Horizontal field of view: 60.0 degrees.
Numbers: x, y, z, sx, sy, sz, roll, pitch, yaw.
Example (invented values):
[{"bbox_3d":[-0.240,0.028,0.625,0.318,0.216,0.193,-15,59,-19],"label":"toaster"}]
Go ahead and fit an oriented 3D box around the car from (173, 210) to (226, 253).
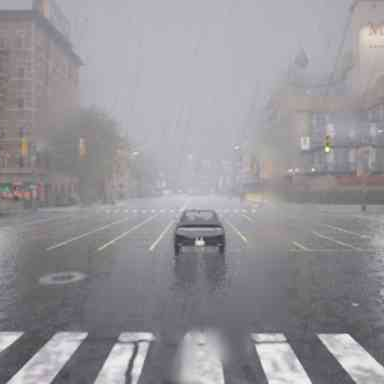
[{"bbox_3d":[0.289,1.452,13.403,2.128,1.511,4.902,0,0,1],"label":"car"}]
